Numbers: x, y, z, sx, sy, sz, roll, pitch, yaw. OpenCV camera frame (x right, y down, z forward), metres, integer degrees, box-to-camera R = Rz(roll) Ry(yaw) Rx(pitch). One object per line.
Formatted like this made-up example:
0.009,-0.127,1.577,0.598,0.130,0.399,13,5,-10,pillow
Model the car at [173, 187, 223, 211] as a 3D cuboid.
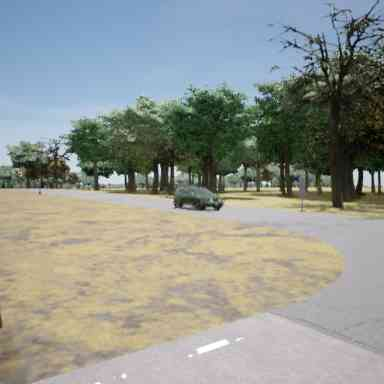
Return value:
0.453,0.565,30.251,2.150,2.045,5.566,0,2,-36,car
